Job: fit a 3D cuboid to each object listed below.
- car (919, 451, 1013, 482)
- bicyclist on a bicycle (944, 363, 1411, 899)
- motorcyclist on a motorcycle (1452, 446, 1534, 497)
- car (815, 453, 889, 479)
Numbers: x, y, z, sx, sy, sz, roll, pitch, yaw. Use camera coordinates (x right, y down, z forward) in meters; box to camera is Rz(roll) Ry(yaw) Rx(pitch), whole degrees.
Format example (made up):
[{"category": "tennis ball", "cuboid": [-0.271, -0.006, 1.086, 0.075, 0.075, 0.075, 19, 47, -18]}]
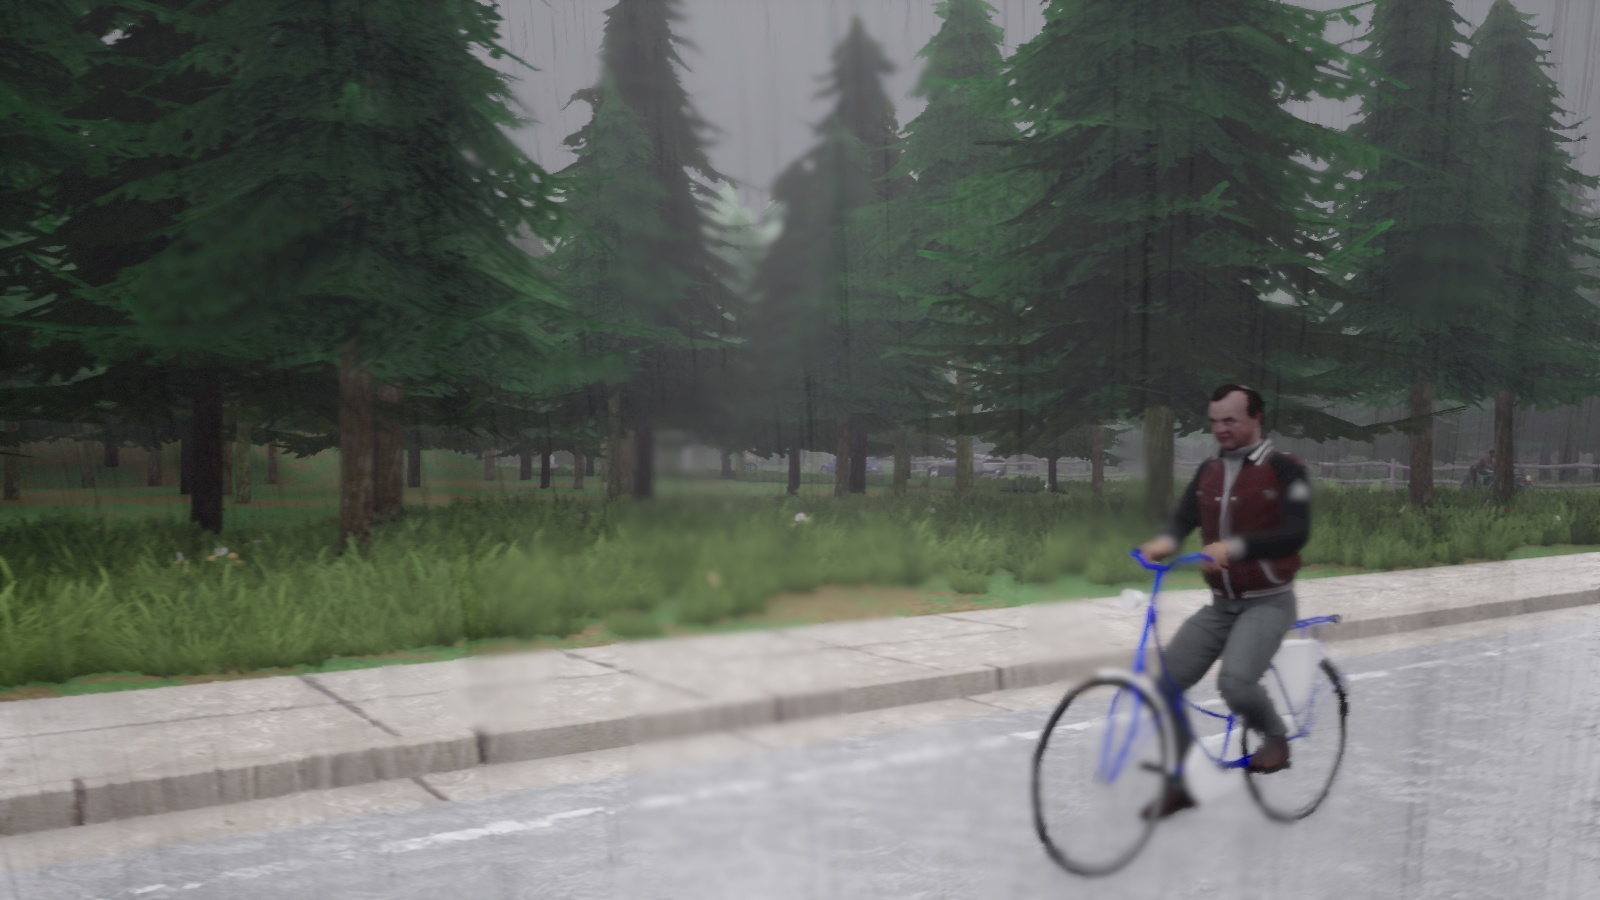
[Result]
[{"category": "car", "cuboid": [8.518, 0.815, 64.839, 2.128, 1.511, 4.902, 0, 0, -34]}, {"category": "bicyclist on a bicycle", "cuboid": [1.450, 0.624, 4.668, 1.843, 1.776, 0.659, 0, 0, -35]}, {"category": "motorcyclist on a motorcycle", "cuboid": [23.390, 0.715, 42.435, 0.766, 1.649, 2.350, 0, 0, -32]}, {"category": "car", "cuboid": [2.986, 0.917, 73.116, 1.812, 1.442, 4.674, 0, 0, -34]}]
